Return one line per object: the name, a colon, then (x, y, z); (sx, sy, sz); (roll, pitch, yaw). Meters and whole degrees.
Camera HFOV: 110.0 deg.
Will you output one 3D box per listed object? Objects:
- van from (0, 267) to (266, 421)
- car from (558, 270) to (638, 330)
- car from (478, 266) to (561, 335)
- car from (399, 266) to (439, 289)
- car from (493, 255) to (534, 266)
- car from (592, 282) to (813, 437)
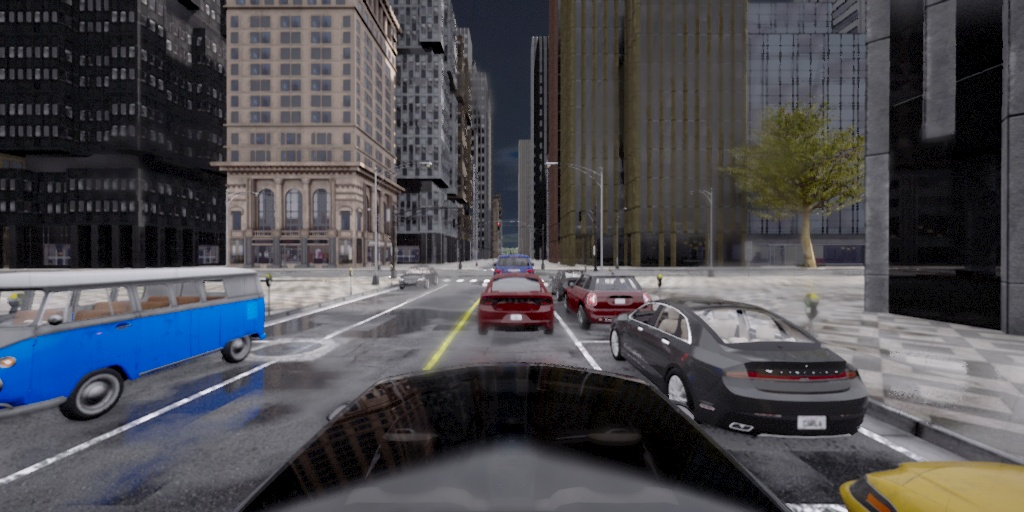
van: (-5.756, 1.089, 5.498); (1.690, 1.789, 3.998); (0, 0, 0)
car: (2.777, 1.184, 11.129); (1.967, 1.591, 4.097); (0, 0, 0)
car: (0.106, 1.222, 10.514); (1.882, 1.535, 5.008); (0, 0, 0)
car: (-5.733, 1.286, 22.421); (2.007, 1.370, 4.403); (0, 0, 0)
car: (0.102, 0.958, 20.398); (2.150, 2.045, 5.566); (0, 0, 0)
car: (2.769, 1.298, 5.487); (2.007, 1.370, 4.403); (0, 0, 0)
